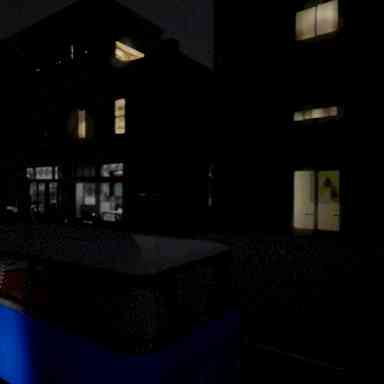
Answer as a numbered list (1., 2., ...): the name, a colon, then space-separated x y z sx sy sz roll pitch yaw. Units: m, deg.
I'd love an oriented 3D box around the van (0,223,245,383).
1. van: -1.374 1.335 3.850 3.998 1.788 1.690 0 1 36
